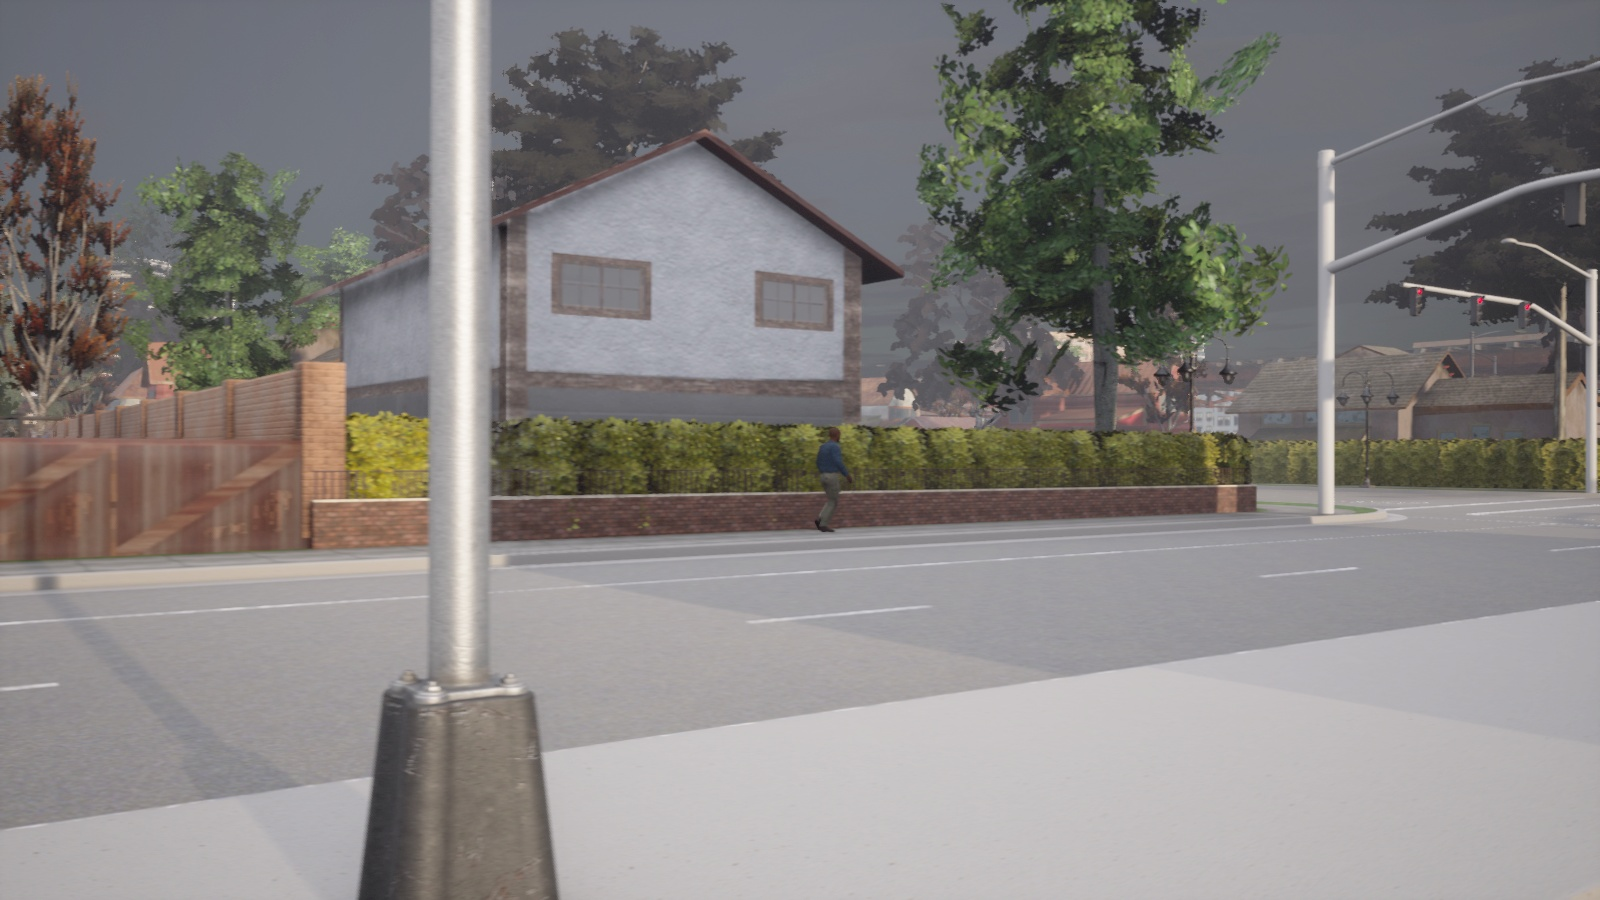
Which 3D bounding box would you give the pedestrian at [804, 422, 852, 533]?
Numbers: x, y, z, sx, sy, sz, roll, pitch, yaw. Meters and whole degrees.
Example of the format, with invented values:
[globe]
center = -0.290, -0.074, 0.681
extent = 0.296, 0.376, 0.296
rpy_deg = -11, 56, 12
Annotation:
[pedestrian]
center = 0.475, 0.451, 21.127
extent = 0.726, 1.835, 0.370
rpy_deg = 0, 0, -34
